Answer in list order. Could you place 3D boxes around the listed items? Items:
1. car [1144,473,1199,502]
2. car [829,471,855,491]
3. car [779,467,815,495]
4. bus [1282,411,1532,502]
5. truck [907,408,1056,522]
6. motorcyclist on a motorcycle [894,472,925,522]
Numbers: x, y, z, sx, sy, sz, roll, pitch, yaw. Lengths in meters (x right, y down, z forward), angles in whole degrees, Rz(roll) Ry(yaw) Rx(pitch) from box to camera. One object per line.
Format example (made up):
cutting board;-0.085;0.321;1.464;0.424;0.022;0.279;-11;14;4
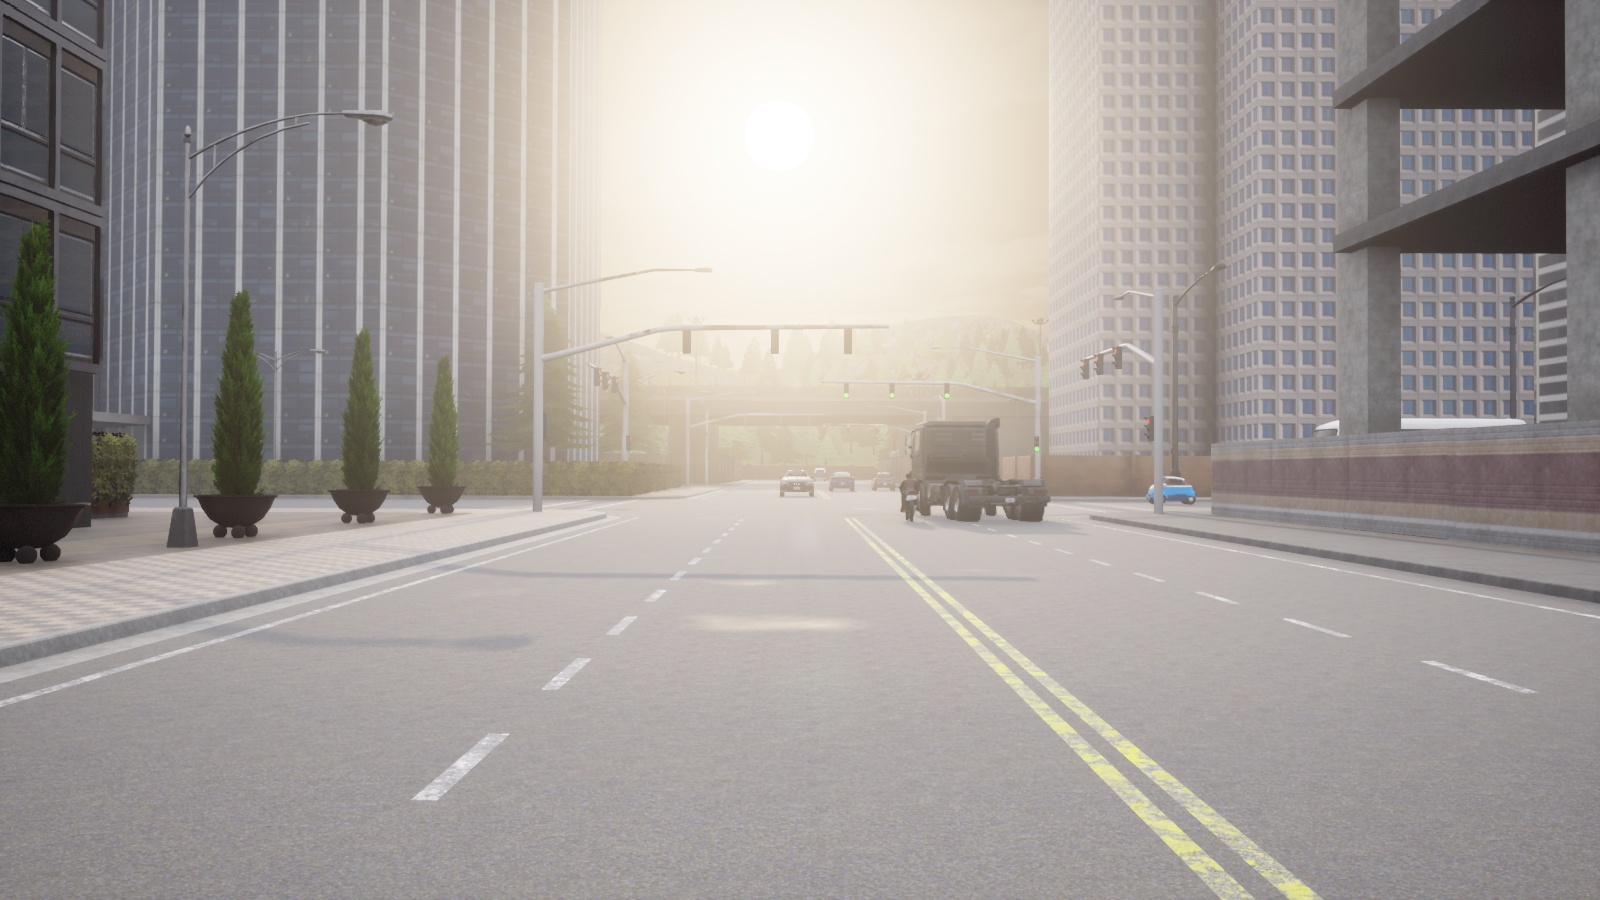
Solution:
car;18.165;1.826;61.453;2.207;1.376;1.481;0;-1;0
car;3.270;2.425;98.267;1.882;1.535;5.008;0;-1;0
car;-0.183;1.908;78.435;2.152;1.651;5.027;0;-1;0
bus;29.482;0.349;61.421;10.273;4.253;3.944;0;-1;0
truck;5.900;0.519;42.384;2.891;3.462;7.936;0;-1;-7
motorcyclist on a motorcycle;3.408;1.440;39.201;0.797;1.523;2.044;0;-1;0
